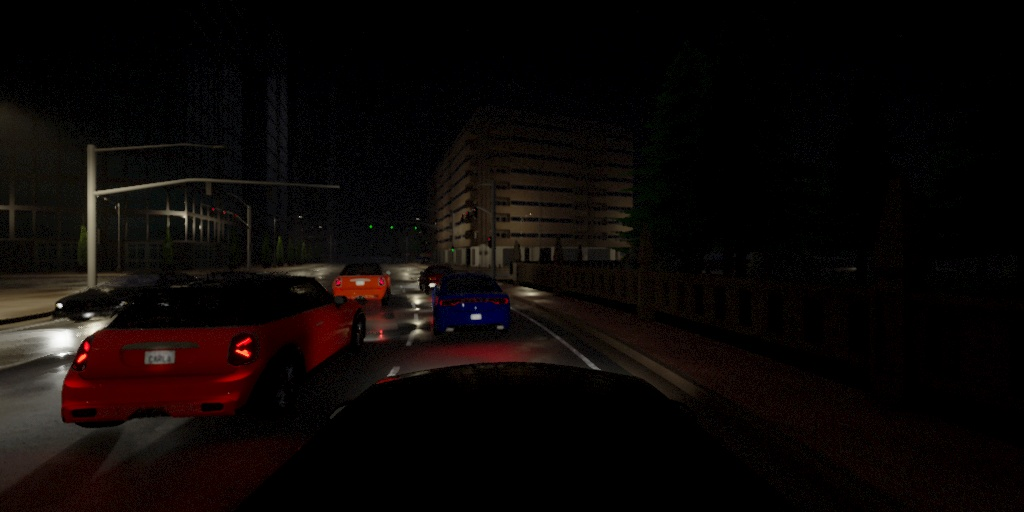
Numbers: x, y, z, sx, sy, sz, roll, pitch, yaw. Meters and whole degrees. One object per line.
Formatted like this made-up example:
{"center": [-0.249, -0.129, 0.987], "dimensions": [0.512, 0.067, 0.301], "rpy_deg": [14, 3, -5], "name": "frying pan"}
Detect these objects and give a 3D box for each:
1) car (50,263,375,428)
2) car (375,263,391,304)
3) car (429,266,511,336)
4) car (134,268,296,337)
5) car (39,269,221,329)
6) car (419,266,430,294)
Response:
{"center": [-4.014, 1.097, 5.935], "dimensions": [2.097, 1.767, 4.553], "rpy_deg": [0, 0, -7], "name": "car"}
{"center": [-6.571, 1.086, 16.066], "dimensions": [2.097, 1.767, 4.553], "rpy_deg": [0, 0, -17], "name": "car"}
{"center": [-1.367, 1.218, 10.520], "dimensions": [1.882, 1.535, 5.008], "rpy_deg": [0, 0, -13], "name": "car"}
{"center": [-8.824, 1.232, 11.385], "dimensions": [2.128, 1.511, 4.902], "rpy_deg": [0, 0, -15], "name": "car"}
{"center": [-12.791, 1.285, 12.684], "dimensions": [2.033, 1.411, 5.357], "rpy_deg": [0, 0, -17], "name": "car"}
{"center": [-4.098, 1.256, 20.101], "dimensions": [1.812, 1.442, 4.674], "rpy_deg": [0, 0, -20], "name": "car"}
